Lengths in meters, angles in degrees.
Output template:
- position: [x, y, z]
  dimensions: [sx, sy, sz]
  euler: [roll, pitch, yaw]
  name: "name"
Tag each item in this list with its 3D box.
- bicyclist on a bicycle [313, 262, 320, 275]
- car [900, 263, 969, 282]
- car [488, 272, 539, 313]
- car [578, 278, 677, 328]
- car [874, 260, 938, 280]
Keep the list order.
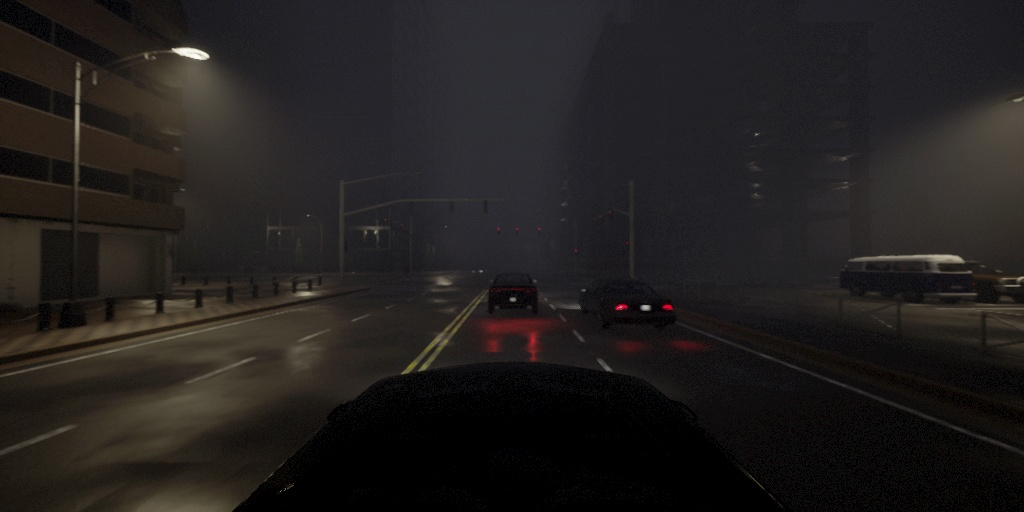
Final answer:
- position: [-25.414, 1.624, 46.620]
  dimensions: [0.582, 1.620, 1.656]
  euler: [0, -1, 0]
  name: "bicyclist on a bicycle"
- position: [45.720, 1.739, 38.861]
  dimensions: [4.674, 1.442, 1.812]
  euler: [0, -1, 0]
  name: "car"
- position: [0.051, 1.414, 15.030]
  dimensions: [1.882, 1.535, 5.008]
  euler: [0, -1, 0]
  name: "car"
- position: [3.525, 1.441, 11.932]
  dimensions: [2.033, 1.411, 5.357]
  euler: [0, -1, 0]
  name: "car"
- position: [46.466, 1.614, 42.359]
  dimensions: [4.553, 1.767, 2.097]
  euler: [0, -1, 0]
  name: "car"
